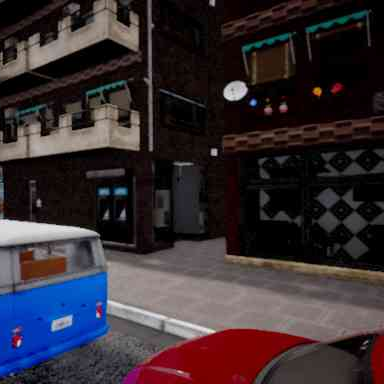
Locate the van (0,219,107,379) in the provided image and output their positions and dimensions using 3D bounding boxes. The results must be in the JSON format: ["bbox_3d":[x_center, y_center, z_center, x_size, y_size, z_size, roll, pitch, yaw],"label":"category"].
[{"bbox_3d":[-3.063,1.336,5.076,3.998,1.788,1.690,0,-1,36],"label":"van"}]

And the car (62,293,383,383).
[{"bbox_3d":[1.470,1.545,1.839,4.507,1.381,1.887,0,-1,36],"label":"car"}]
